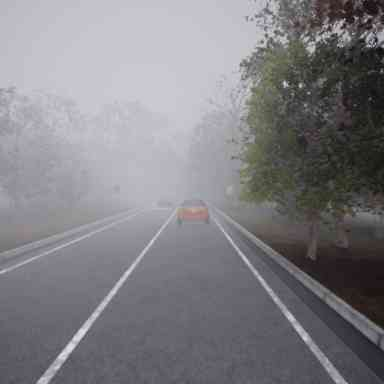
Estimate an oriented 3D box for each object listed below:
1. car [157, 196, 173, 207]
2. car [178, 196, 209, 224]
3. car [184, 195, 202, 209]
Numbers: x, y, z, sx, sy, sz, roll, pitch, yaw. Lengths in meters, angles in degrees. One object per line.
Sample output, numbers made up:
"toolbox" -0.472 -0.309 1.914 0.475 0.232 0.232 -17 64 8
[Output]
"car" -3.513 1.246 44.437 2.033 1.411 5.357 0 1 0
"car" 0.095 1.238 23.923 2.097 1.767 4.553 0 0 0
"car" 0.090 1.214 42.265 2.128 1.511 4.902 0 1 0
